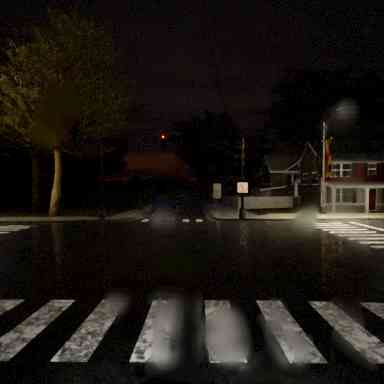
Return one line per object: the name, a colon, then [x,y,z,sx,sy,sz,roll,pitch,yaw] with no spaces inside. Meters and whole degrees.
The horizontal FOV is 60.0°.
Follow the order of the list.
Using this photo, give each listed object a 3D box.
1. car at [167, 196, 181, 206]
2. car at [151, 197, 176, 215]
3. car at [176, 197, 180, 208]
car: [-2.889,1.484,54.747,2.033,1.411,5.357,0,0,0]
car: [-2.973,1.447,33.816,1.882,1.535,5.008,0,0,0]
car: [-2.933,1.460,44.119,1.837,1.490,4.892,0,0,0]
